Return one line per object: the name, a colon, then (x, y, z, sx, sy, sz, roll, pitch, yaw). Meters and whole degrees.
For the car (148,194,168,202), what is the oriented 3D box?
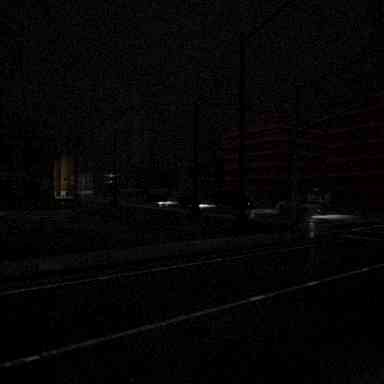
car: (-5.832, 0.956, 56.465, 1.994, 1.385, 4.181, 0, 1, -34)

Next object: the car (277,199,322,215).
car: (10.446, 1.393, 32.665, 1.812, 1.442, 4.674, 0, 1, -34)

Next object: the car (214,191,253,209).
car: (4.972, 0.950, 40.670, 2.150, 2.045, 5.566, 0, 1, -35)

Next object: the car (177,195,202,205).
car: (-0.379, 1.126, 48.481, 1.994, 1.385, 4.181, 0, 1, -34)
